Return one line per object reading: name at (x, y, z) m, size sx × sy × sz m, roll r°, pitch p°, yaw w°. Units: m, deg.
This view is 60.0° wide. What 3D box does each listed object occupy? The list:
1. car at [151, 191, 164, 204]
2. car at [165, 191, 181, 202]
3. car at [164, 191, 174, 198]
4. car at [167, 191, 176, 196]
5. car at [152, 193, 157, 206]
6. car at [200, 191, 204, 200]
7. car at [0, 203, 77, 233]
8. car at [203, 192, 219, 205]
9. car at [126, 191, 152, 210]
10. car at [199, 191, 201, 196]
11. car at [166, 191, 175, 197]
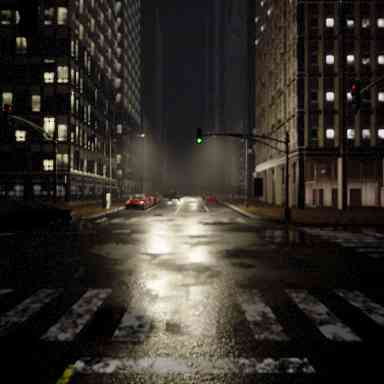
car at (-5.580, 0.755, 45.511) m, size 2.192 × 1.841 × 5.009 m, roll 1°, pitch 1°, yaw 0°
car at (-2.889, 0.758, 55.254) m, size 1.837 × 1.490 × 4.892 m, roll 0°, pitch 1°, yaw 0°
car at (-5.517, 0.581, 78.962) m, size 2.008 × 1.369 × 4.403 m, roll 1°, pitch 1°, yaw 0°
car at (-5.494, 0.445, 90.112) m, size 2.008 × 1.369 × 4.403 m, roll 1°, pitch 1°, yaw 0°
car at (-5.596, 1.090, 39.940) m, size 1.802 × 1.307 × 4.206 m, roll 1°, pitch 1°, yaw 0°
car at (2.820, 0.826, 56.883) m, size 1.752 × 1.417 × 4.829 m, roll 1°, pitch 1°, yaw 0°
car at (-8.349, 1.298, 16.605) m, size 4.902 × 1.511 × 2.128 m, roll -1°, pitch 2°, yaw -21°
car at (2.795, 1.021, 45.559) m, size 1.802 × 1.307 × 4.206 m, roll 1°, pitch 1°, yaw 0°
car at (-5.604, 1.016, 34.363) m, size 1.967 × 1.590 × 4.097 m, roll 1°, pitch 1°, yaw 0°
car at (2.830, 0.800, 62.291) m, size 1.947 × 1.339 × 4.313 m, roll 1°, pitch 1°, yaw 0°
car at (-5.505, 0.507, 84.537) m, size 1.887 × 1.381 × 4.507 m, roll 1°, pitch 1°, yaw 0°
